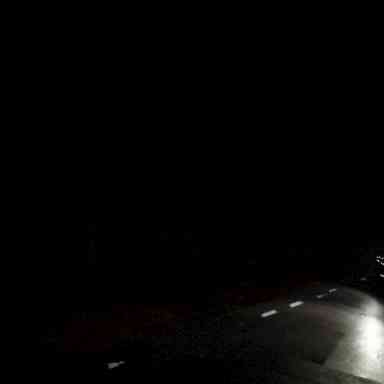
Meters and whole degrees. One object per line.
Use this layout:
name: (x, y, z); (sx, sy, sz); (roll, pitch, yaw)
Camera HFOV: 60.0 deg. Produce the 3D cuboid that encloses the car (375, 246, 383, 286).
car: (6.559, 1.559, 8.670); (5.008, 1.535, 1.882); (1, -1, -40)
